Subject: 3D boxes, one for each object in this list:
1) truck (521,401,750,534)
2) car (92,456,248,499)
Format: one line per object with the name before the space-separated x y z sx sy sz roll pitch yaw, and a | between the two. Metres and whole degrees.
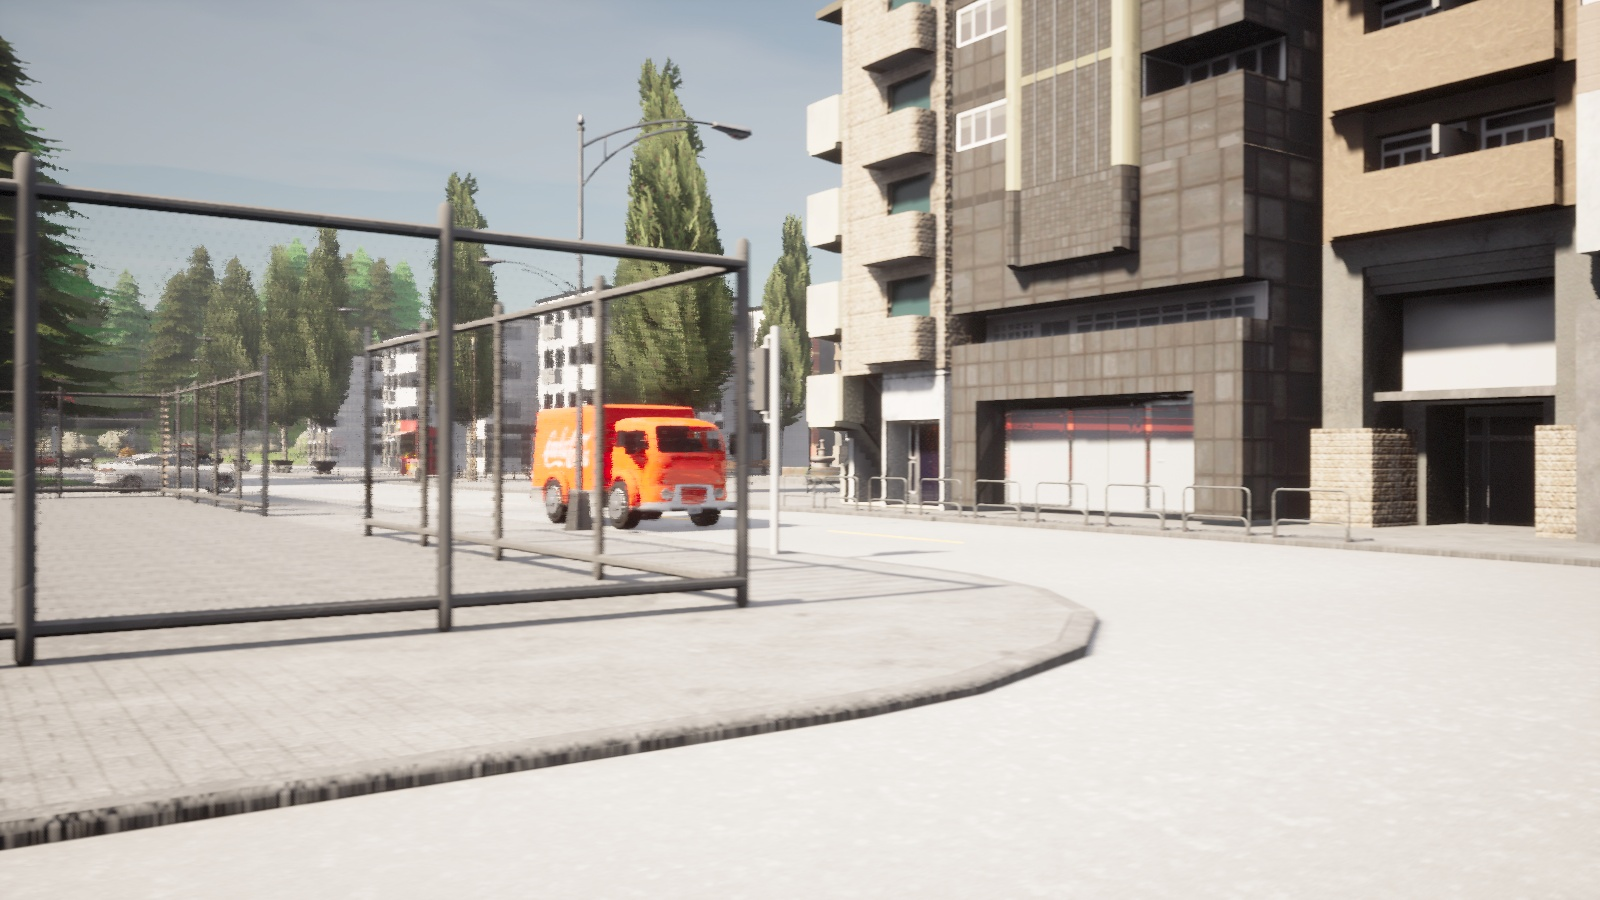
truck | -3.546 0.329 26.084 2.627 2.467 5.204 0 0 -35
car | -22.107 0.925 44.157 4.674 1.442 1.812 0 0 -36
